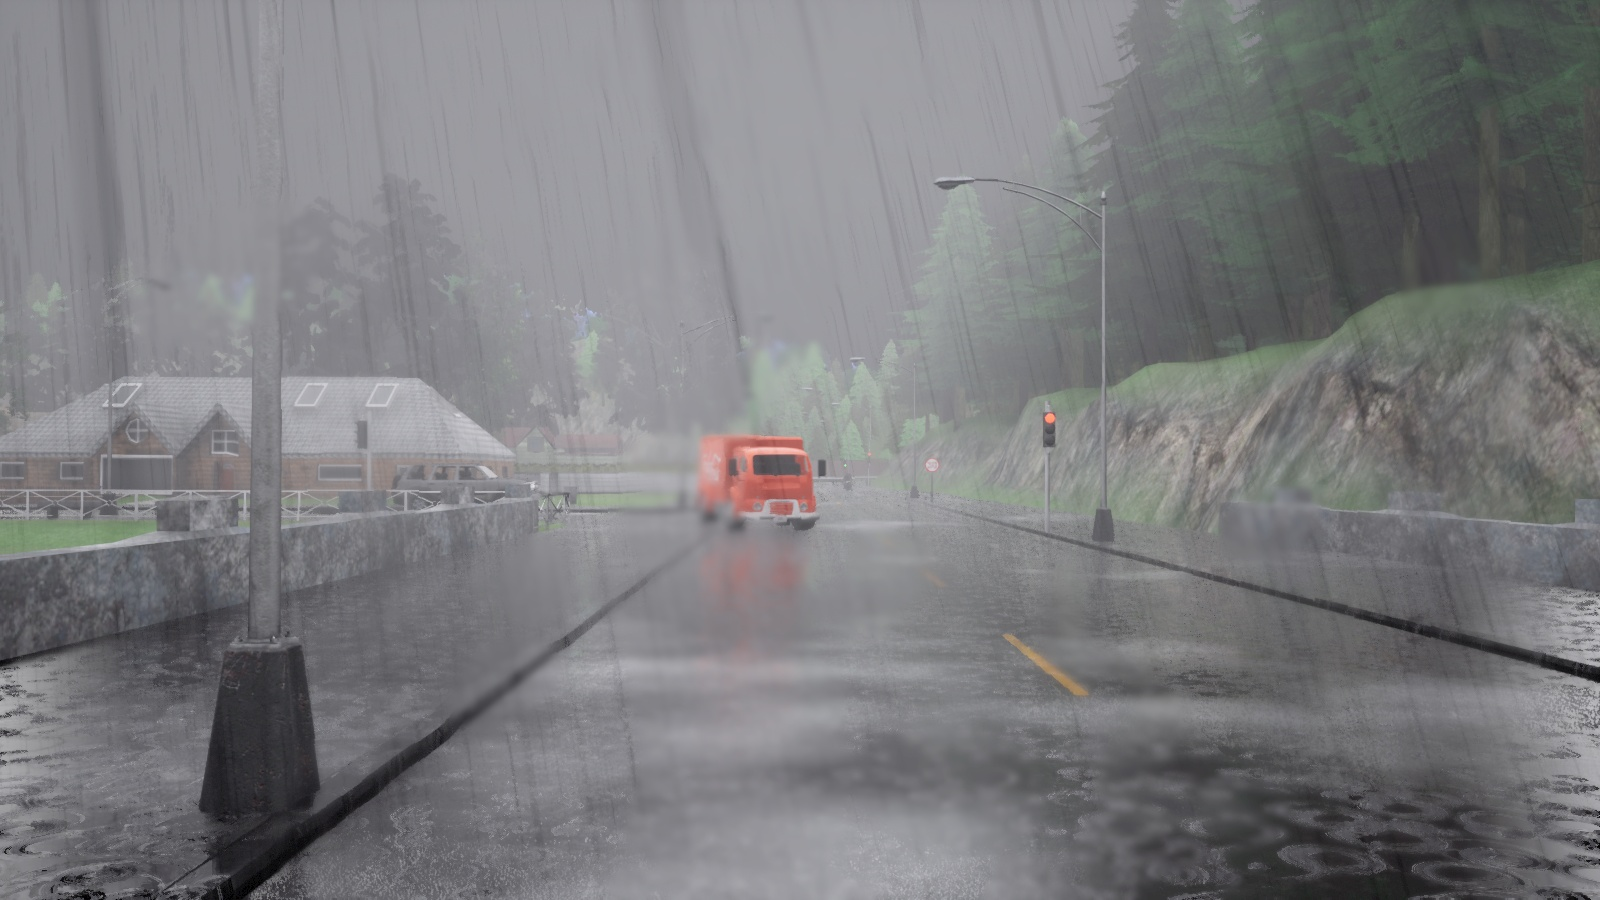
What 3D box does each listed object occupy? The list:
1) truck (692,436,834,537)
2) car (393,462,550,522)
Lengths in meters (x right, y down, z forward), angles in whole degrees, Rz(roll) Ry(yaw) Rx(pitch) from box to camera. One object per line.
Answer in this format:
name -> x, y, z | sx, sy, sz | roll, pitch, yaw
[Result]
truck -> -1.103, 0.871, 33.575 | 2.627, 2.467, 5.204 | 0, 1, -15
car -> -10.715, 1.367, 41.192 | 4.605, 1.855, 1.932 | -1, -1, 0
